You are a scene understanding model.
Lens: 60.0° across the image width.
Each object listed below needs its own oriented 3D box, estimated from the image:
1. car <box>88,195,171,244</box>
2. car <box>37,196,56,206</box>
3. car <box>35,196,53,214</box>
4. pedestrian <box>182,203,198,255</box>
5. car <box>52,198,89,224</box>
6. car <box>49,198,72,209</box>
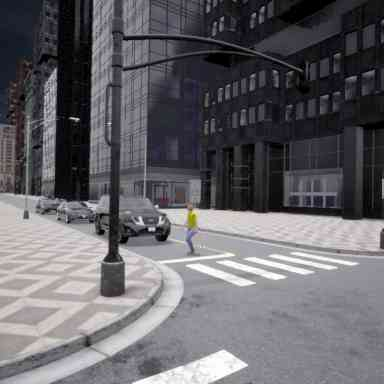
[{"bbox_3d":[-3.037,1.161,15.919,2.150,2.045,5.566,1,-1,-31],"label":"car"},{"bbox_3d":[-22.624,1.352,51.640,1.837,1.490,4.892,2,0,-33],"label":"car"},{"bbox_3d":[-14.330,1.427,33.142,2.033,1.411,5.357,2,-1,-33],"label":"car"},{"bbox_3d":[0.016,1.250,11.489,0.375,1.860,0.375,2,-1,-33],"label":"pedestrian"},{"bbox_3d":[-8.579,1.418,24.356,1.837,1.490,4.892,2,-1,-33],"label":"car"},{"bbox_3d":[-17.182,1.468,43.313,1.994,1.385,4.181,1,-1,-33],"label":"car"}]
